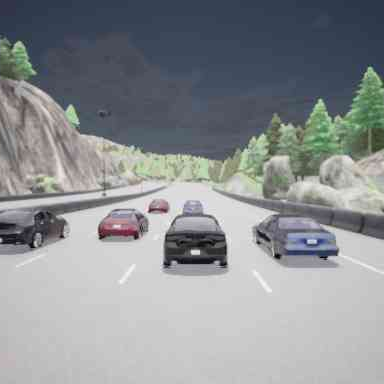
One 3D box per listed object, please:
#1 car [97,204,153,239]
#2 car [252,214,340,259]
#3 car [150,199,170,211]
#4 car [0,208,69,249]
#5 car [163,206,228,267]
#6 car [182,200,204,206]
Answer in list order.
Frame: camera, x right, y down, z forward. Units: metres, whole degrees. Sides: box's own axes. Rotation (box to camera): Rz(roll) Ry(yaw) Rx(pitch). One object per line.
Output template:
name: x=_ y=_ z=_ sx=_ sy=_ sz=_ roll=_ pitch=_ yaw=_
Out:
car: x=-3.407 y=1.524 z=17.098 sx=1.994 sy=1.385 sz=4.181 roll=0 pitch=0 yaw=0
car: x=3.595 y=1.523 z=12.473 sx=2.033 sy=1.411 sz=5.357 roll=0 pitch=0 yaw=0
car: x=-3.414 y=1.396 z=34.990 sx=1.994 sy=1.385 sz=4.181 roll=0 pitch=1 yaw=0
car: x=-6.906 y=1.474 z=14.310 sx=1.837 sy=1.490 sz=4.892 roll=0 pitch=0 yaw=0
car: x=0.095 y=1.456 z=11.360 sx=1.882 sy=1.535 sz=5.008 roll=0 pitch=0 yaw=0
car: x=0.088 y=1.429 z=29.698 sx=2.033 sy=1.411 sz=5.357 roll=0 pitch=1 yaw=0
